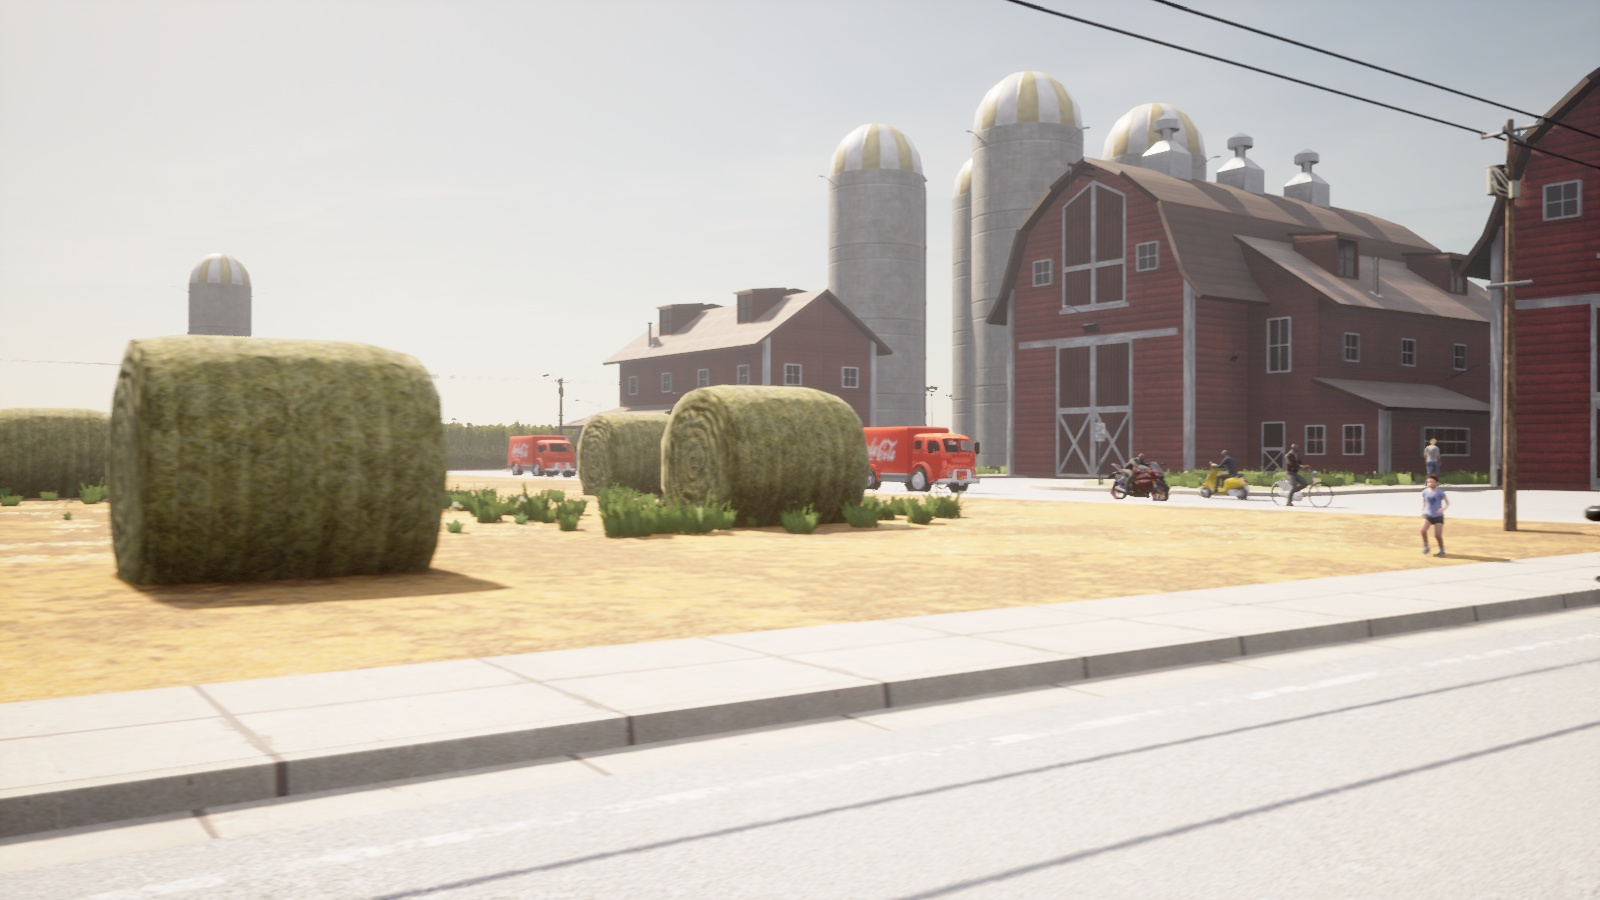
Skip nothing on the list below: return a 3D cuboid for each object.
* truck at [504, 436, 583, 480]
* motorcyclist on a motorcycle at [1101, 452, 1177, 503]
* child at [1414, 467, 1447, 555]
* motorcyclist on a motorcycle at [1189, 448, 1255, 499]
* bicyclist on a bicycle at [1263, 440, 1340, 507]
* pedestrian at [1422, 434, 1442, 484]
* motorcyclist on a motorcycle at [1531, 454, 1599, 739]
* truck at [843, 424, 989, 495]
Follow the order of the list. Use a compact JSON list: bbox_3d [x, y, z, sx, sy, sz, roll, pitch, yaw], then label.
[{"bbox_3d":[-15.121,0.444,73.740,2.627,2.467,5.204,0,0,-36],"label":"truck"},{"bbox_3d":[10.372,0.826,38.493,0.866,1.530,2.191,0,0,-36],"label":"motorcyclist on a motorcycle"},{"bbox_3d":[8.142,0.780,16.224,0.394,1.110,0.255,0,0,-42],"label":"child"},{"bbox_3d":[13.481,0.742,40.165,0.866,1.590,1.817,0,0,-36],"label":"motorcyclist on a motorcycle"},{"bbox_3d":[13.577,0.638,34.059,0.659,1.776,1.843,0,-1,-36],"label":"bicyclist on a bicycle"},{"bbox_3d":[23.218,0.324,46.135,0.706,1.836,0.354,0,0,-35],"label":"pedestrian"},{"bbox_3d":[5.244,0.787,7.309,2.191,1.530,0.866,0,0,-35],"label":"motorcyclist on a motorcycle"},{"bbox_3d":[4.260,0.337,46.941,2.627,2.467,5.204,0,0,-36],"label":"truck"}]
